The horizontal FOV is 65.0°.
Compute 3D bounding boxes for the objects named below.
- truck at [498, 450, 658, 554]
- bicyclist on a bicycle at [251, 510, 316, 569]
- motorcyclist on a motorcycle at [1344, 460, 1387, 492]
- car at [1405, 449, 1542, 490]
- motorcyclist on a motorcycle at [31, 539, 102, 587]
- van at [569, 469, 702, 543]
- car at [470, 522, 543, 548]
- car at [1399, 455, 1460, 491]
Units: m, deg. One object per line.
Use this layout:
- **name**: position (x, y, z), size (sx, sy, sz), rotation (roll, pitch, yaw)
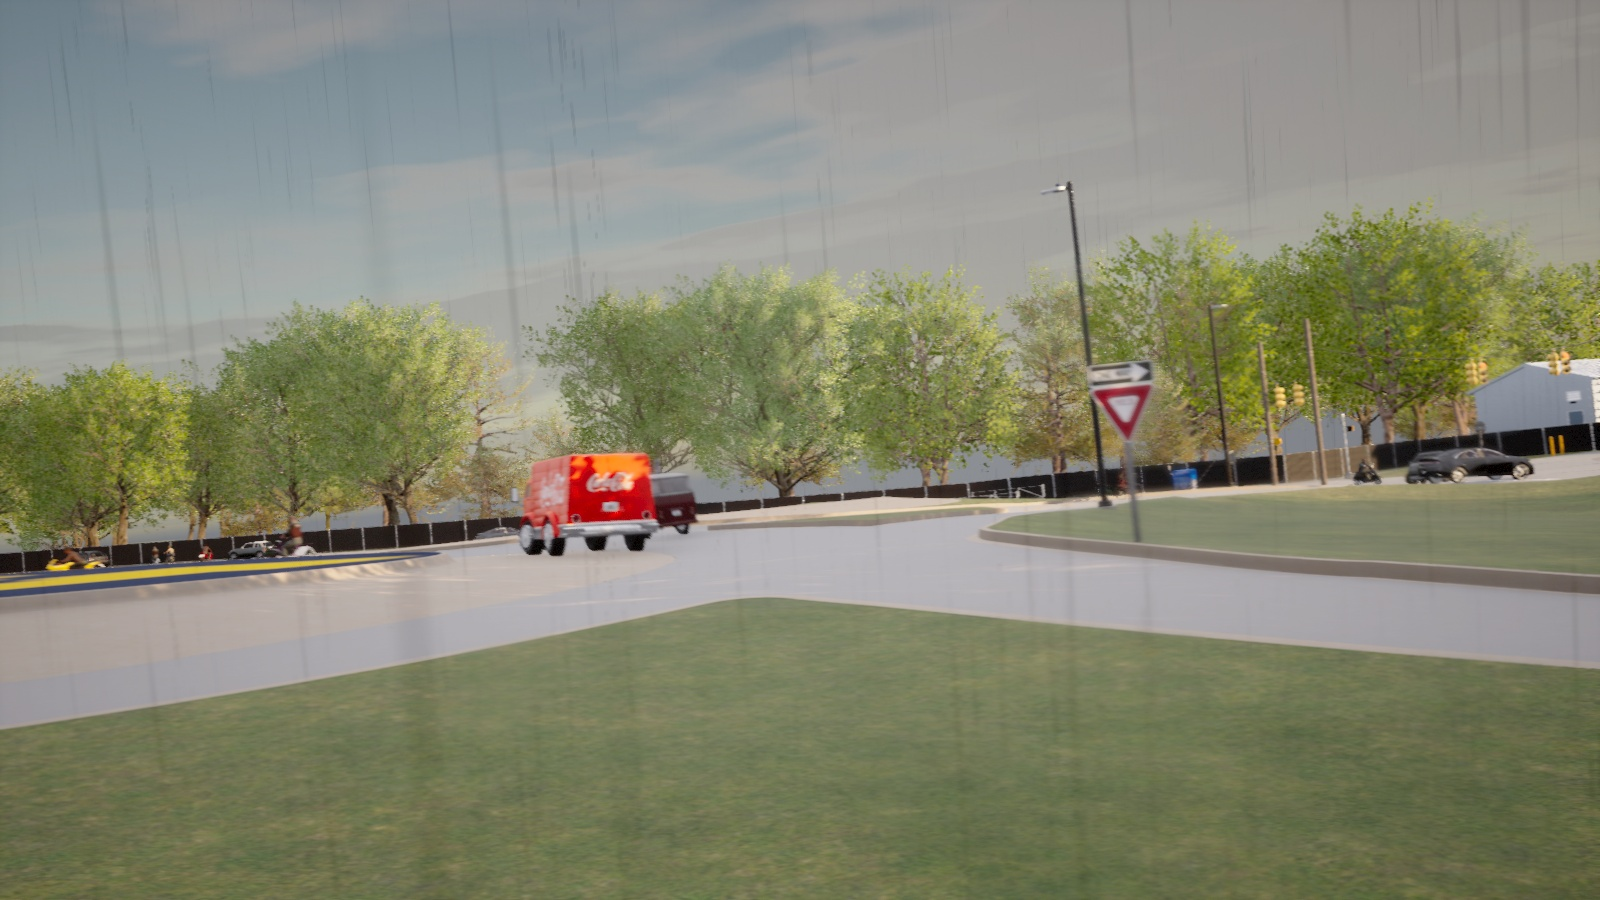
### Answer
- **truck**: position (-5.993, 1.450, 33.256), size (2.627, 2.467, 5.204), rotation (-1, -4, -28)
- **bicyclist on a bicycle**: position (-16.735, 2.912, 40.695), size (1.843, 1.776, 0.659), rotation (-5, -4, 14)
- **motorcyclist on a motorcycle**: position (31.686, 1.480, 70.393), size (0.866, 1.590, 1.817), rotation (-6, -1, -31)
- **car**: position (29.472, 0.853, 55.012), size (4.902, 1.511, 2.128), rotation (-3, -1, -7)
- **motorcyclist on a motorcycle**: position (-26.266, 4.034, 44.995), size (2.044, 1.523, 0.797), rotation (-2, -1, -15)
- **van**: position (-5.257, 1.790, 39.715), size (1.775, 1.987, 4.442), rotation (-5, -1, -43)
- **car**: position (-21.482, 6.192, 91.912), size (4.902, 1.511, 2.128), rotation (-3, -2, -22)
- **car**: position (31.048, 1.122, 61.867), size (1.789, 1.549, 3.705), rotation (-8, -5, 39)
